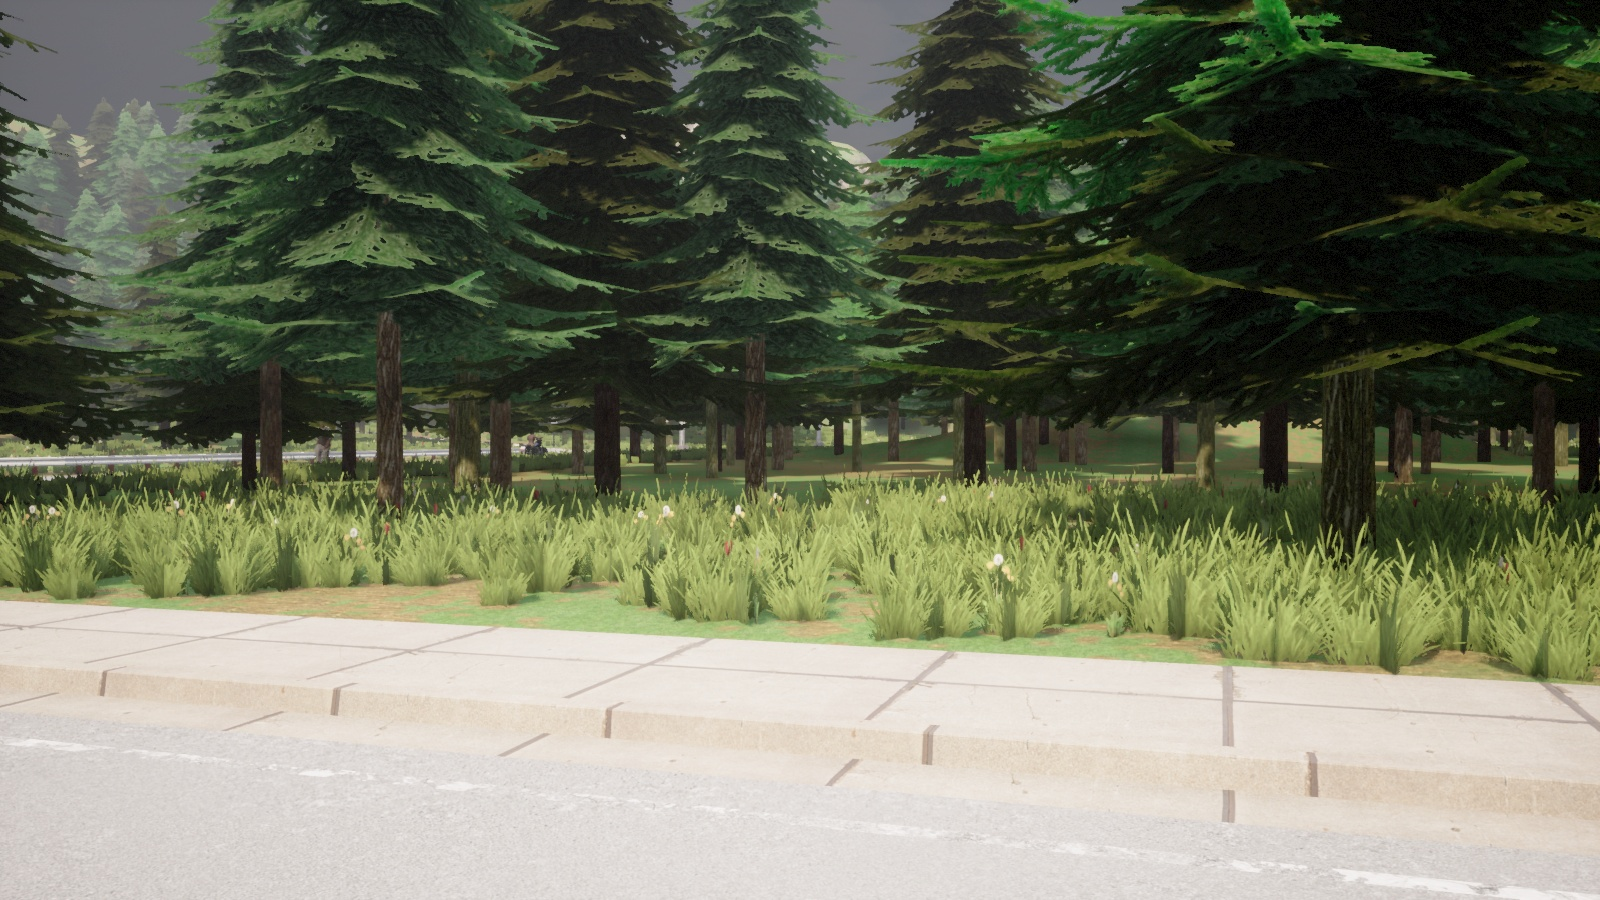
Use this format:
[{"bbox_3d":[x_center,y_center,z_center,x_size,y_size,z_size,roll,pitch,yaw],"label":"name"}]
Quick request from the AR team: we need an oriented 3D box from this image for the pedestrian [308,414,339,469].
[{"bbox_3d":[-16.414,-0.292,43.258,0.563,1.883,0.849,1,1,20],"label":"pedestrian"}]

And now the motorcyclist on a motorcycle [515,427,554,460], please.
[{"bbox_3d":[-13.463,-0.321,63.744,0.766,1.649,2.350,1,1,20],"label":"motorcyclist on a motorcycle"}]
